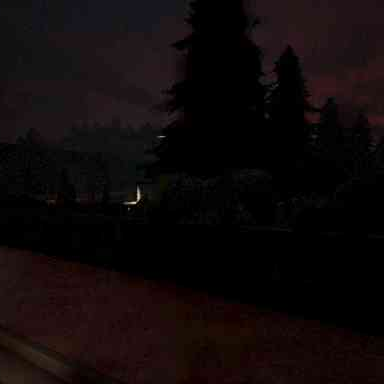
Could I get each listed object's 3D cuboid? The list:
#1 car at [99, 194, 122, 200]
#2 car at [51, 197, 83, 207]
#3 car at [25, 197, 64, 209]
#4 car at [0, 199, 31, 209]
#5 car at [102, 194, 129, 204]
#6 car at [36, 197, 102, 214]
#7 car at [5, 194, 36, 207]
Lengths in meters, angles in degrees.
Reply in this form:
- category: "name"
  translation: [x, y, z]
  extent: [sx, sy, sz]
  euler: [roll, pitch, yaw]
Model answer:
- category: "car"
  translation: [-14.544, 1.391, 54.532]
  extent: [2.128, 1.511, 4.902]
  euler: [0, 2, 36]
- category: "car"
  translation: [-19.879, 1.506, 53.088]
  extent: [1.812, 1.442, 4.674]
  euler: [0, 1, 35]
- category: "car"
  translation: [-20.441, 1.526, 46.306]
  extent: [1.812, 1.442, 4.674]
  euler: [0, 0, 36]
- category: "car"
  translation: [-25.015, 1.601, 45.941]
  extent: [1.895, 1.301, 4.718]
  euler: [0, 0, 36]
- category: "car"
  translation: [-14.056, 1.186, 61.207]
  extent: [1.837, 1.490, 4.892]
  euler: [0, 3, 36]
- category: "car"
  translation: [-10.709, 1.491, 29.523]
  extent: [2.128, 1.511, 4.902]
  euler: [0, 0, 36]
- category: "car"
  translation: [-16.978, 1.221, 32.797]
  extent: [2.150, 2.045, 5.566]
  euler: [0, 0, 36]
